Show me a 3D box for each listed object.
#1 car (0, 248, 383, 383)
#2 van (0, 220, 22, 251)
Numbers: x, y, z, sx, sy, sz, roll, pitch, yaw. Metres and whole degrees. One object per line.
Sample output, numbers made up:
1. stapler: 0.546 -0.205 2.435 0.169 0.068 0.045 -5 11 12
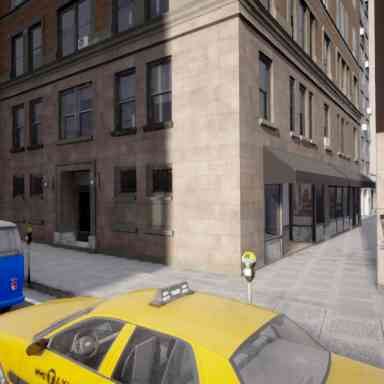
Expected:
1. car: -0.391 1.526 3.139 4.829 1.417 1.752 0 -1 36
2. van: -4.865 1.342 6.344 3.998 1.788 1.690 0 -1 36
